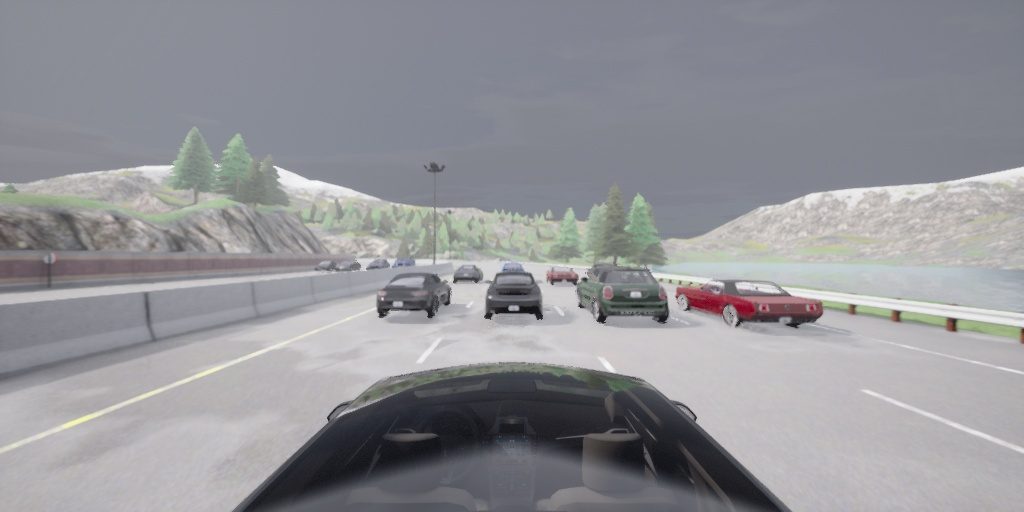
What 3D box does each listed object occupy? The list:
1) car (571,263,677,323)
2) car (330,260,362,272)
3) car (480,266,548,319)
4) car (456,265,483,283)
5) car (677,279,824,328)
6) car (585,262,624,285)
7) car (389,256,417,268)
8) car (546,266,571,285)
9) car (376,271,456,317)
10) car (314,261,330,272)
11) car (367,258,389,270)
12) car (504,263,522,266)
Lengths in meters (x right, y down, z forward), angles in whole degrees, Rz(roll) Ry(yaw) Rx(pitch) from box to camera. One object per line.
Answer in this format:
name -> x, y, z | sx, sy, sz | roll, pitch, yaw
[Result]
car -> 3.566, 1.123, 12.406 | 2.097, 1.767, 4.553 | 0, 0, 0
car -> -21.376, 1.327, 47.133 | 2.128, 1.511, 4.902 | 0, 0, -3
car -> 0.069, 1.278, 12.967 | 1.837, 1.490, 4.892 | 0, 0, 0
car -> -3.429, 1.366, 28.702 | 1.994, 1.385, 4.181 | 0, 0, 0
car -> 7.061, 1.370, 11.458 | 1.895, 1.301, 4.718 | 0, 0, 0
car -> 7.067, 1.307, 27.978 | 1.837, 1.490, 4.892 | 0, 0, 0
car -> -14.408, 1.060, 48.434 | 2.150, 2.045, 5.566 | 0, 0, -3
car -> 3.559, 1.398, 26.458 | 1.895, 1.301, 4.718 | 0, 0, 0
car -> -3.431, 1.297, 13.118 | 1.812, 1.442, 4.674 | 0, 0, 0
car -> -24.945, 1.363, 48.514 | 1.812, 1.442, 4.674 | 0, 0, -4
car -> -17.955, 1.191, 48.511 | 2.097, 1.767, 4.553 | 0, 0, -4
car -> 0.076, 1.281, 29.926 | 1.882, 1.535, 5.008 | 0, 0, 0
